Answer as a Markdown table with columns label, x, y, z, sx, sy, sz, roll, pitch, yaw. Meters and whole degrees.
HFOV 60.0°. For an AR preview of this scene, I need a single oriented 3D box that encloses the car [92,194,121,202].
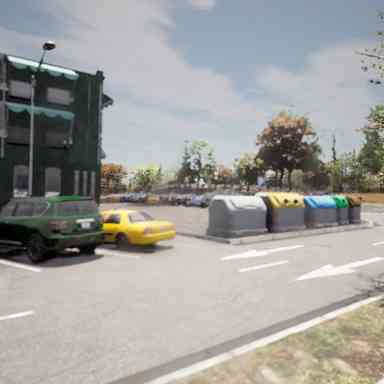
| label | x | y | z | sx | sy | sz | roll | pitch | yaw |
| --- | --- | --- | --- | --- | --- | --- | --- | --- | --- |
| car | -15.483 | 1.073 | 60.486 | 2.163 | 1.488 | 4.792 | 0 | -1 | 35 |

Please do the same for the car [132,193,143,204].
| label | x | y | z | sx | sy | sz | roll | pitch | yaw |
| --- | --- | --- | --- | --- | --- | --- | --- | --- | --- |
| car | -5.367 | 1.041 | 45.870 | 2.231 | 1.521 | 4.892 | 0 | -1 | 35 |

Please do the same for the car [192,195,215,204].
| label | x | y | z | sx | sy | sz | roll | pitch | yaw |
| --- | --- | --- | --- | --- | --- | --- | --- | --- | --- |
| car | 2.279 | 1.481 | 64.542 | 2.231 | 1.521 | 4.892 | 1 | -2 | 35 |

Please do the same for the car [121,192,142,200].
| label | x | y | z | sx | sy | sz | roll | pitch | yaw |
| --- | --- | --- | --- | --- | --- | --- | --- | --- | --- |
| car | -16.649 | 1.231 | 91.884 | 2.435 | 2.045 | 5.566 | 1 | -2 | 35 |

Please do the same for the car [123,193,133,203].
| label | x | y | z | sx | sy | sz | roll | pitch | yaw |
| --- | --- | --- | --- | --- | --- | --- | --- | --- | --- |
| car | -7.068 | 1.070 | 48.279 | 2.163 | 1.488 | 4.792 | 1 | 0 | 35 |

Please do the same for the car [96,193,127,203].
| label | x | y | z | sx | sy | sz | roll | pitch | yaw |
| --- | --- | --- | --- | --- | --- | --- | --- | --- | --- |
| car | -13.904 | 1.037 | 57.873 | 1.946 | 1.575 | 5.366 | 1 | 0 | 35 |

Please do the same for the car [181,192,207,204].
| label | x | y | z | sx | sy | sz | roll | pitch | yaw |
| --- | --- | --- | --- | --- | --- | --- | --- | --- | --- |
| car | 0.556 | 1.228 | 67.007 | 2.435 | 2.045 | 5.566 | 1 | -1 | 35 |

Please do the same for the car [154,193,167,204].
| label | x | y | z | sx | sy | sz | roll | pitch | yaw |
| --- | --- | --- | --- | --- | --- | --- | --- | --- | --- |
| car | -2.013 | 0.913 | 40.991 | 2.185 | 1.767 | 4.553 | 0 | -1 | 35 |

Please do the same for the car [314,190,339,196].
| label | x | y | z | sx | sy | sz | roll | pitch | yaw |
| --- | --- | --- | --- | --- | --- | --- | --- | --- | --- |
| car | 17.822 | 1.226 | 42.232 | 2.435 | 2.045 | 5.566 | 1 | -2 | 35 |

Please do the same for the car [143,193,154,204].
| label | x | y | z | sx | sy | sz | roll | pitch | yaw |
| --- | --- | --- | --- | --- | --- | --- | --- | --- | --- |
| car | -3.582 | 1.039 | 43.599 | 1.946 | 1.575 | 5.366 | 0 | -1 | 35 |

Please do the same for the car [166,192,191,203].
| label | x | y | z | sx | sy | sz | roll | pitch | yaw |
| --- | --- | --- | --- | --- | --- | --- | --- | --- | --- |
| car | -2.852 | 1.232 | 72.021 | 2.435 | 2.045 | 5.566 | 1 | -2 | 35 |

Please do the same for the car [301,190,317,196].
| label | x | y | z | sx | sy | sz | roll | pitch | yaw |
| --- | --- | --- | --- | --- | --- | --- | --- | --- | --- |
| car | 19.284 | 0.334 | 52.123 | 1.994 | 1.385 | 4.181 | 2 | 3 | -34 |

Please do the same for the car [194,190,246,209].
| label | x | y | z | sx | sy | sz | roll | pitch | yaw |
| --- | --- | --- | --- | --- | --- | --- | --- | --- | --- |
| car | 3.061 | 0.786 | 33.697 | 2.435 | 2.045 | 5.566 | 1 | 0 | 35 |

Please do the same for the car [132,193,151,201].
| label | x | y | z | sx | sy | sz | roll | pitch | yaw |
| --- | --- | --- | --- | --- | --- | --- | --- | --- | --- |
| car | -13.187 | 1.358 | 86.912 | 2.185 | 1.767 | 4.553 | 1 | -1 | 35 |

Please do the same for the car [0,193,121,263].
| label | x | y | z | sx | sy | sz | roll | pitch | yaw |
| --- | --- | --- | --- | --- | --- | --- | --- | --- | --- |
| car | -5.534 | 1.195 | 12.001 | 5.566 | 2.045 | 2.435 | -1 | 0 | 35 |

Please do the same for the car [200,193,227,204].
| label | x | y | z | sx | sy | sz | roll | pitch | yaw |
| --- | --- | --- | --- | --- | --- | --- | --- | --- | --- |
| car | 4.045 | 1.230 | 62.091 | 2.435 | 2.045 | 5.566 | 1 | -2 | 35 |

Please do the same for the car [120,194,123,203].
| label | x | y | z | sx | sy | sz | roll | pitch | yaw |
| --- | --- | --- | --- | --- | --- | --- | --- | --- | --- |
| car | -8.736 | 1.041 | 50.732 | 2.097 | 1.535 | 5.008 | 0 | -1 | 35 |

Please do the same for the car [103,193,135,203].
| label | x | y | z | sx | sy | sz | roll | pitch | yaw |
| --- | --- | --- | --- | --- | --- | --- | --- | --- | --- |
| car | -12.120 | 1.042 | 55.601 | 2.097 | 1.535 | 5.008 | 1 | 0 | 35 |

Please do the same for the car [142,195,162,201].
| label | x | y | z | sx | sy | sz | roll | pitch | yaw |
| --- | --- | --- | --- | --- | --- | --- | --- | --- | --- |
| car | -9.762 | 1.484 | 81.924 | 2.231 | 1.521 | 4.892 | 1 | -1 | 35 |

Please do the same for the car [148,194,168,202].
| label | x | y | z | sx | sy | sz | roll | pitch | yaw |
| --- | --- | --- | --- | --- | --- | --- | --- | --- | --- |
| car | -8.073 | 1.356 | 79.420 | 2.185 | 1.767 | 4.553 | 1 | -2 | 35 |

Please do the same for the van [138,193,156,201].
| label | x | y | z | sx | sy | sz | roll | pitch | yaw |
| --- | --- | --- | --- | --- | --- | --- | --- | --- | --- |
| van | -11.422 | 1.261 | 84.506 | 1.878 | 1.987 | 4.442 | 1 | -2 | 35 |

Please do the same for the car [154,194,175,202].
| label | x | y | z | sx | sy | sz | roll | pitch | yaw |
| --- | --- | --- | --- | --- | --- | --- | --- | --- | --- |
| car | -6.339 | 1.356 | 76.936 | 2.185 | 1.767 | 4.553 | 1 | -2 | 35 |

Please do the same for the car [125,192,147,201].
| label | x | y | z | sx | sy | sz | roll | pitch | yaw |
| --- | --- | --- | --- | --- | --- | --- | --- | --- | --- |
| car | -14.937 | 1.229 | 89.347 | 2.435 | 2.045 | 5.566 | 1 | -1 | 35 |

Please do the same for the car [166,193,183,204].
| label | x | y | z | sx | sy | sz | roll | pitch | yaw |
| --- | --- | --- | --- | --- | --- | --- | --- | --- | --- |
| car | -0.311 | 1.040 | 38.580 | 2.231 | 1.521 | 4.892 | 0 | -1 | 35 |

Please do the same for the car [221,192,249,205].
| label | x | y | z | sx | sy | sz | roll | pitch | yaw |
| --- | --- | --- | --- | --- | --- | --- | --- | --- | --- |
| car | 7.460 | 1.227 | 57.076 | 2.435 | 2.045 | 5.566 | 1 | -1 | 35 |

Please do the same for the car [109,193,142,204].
| label | x | y | z | sx | sy | sz | roll | pitch | yaw |
| --- | --- | --- | --- | --- | --- | --- | --- | --- | --- |
| car | -10.530 | 1.036 | 53.012 | 1.946 | 1.575 | 5.366 | 1 | 0 | 35 |

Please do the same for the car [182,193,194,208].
| label | x | y | z | sx | sy | sz | roll | pitch | yaw |
| --- | --- | --- | --- | --- | --- | --- | --- | --- | --- |
| car | 1.379 | 1.078 | 36.153 | 2.002 | 1.452 | 4.674 | 1 | 0 | 35 |

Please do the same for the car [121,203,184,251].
| label | x | y | z | sx | sy | sz | roll | pitch | yaw |
| --- | --- | --- | --- | --- | --- | --- | --- | --- | --- |
| car | -3.192 | 1.418 | 13.842 | 5.366 | 1.575 | 1.946 | -1 | 0 | 35 |

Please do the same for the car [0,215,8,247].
| label | x | y | z | sx | sy | sz | roll | pitch | yaw |
| --- | --- | --- | --- | --- | --- | --- | --- | --- | --- |
| car | -7.966 | 1.507 | 10.246 | 4.674 | 1.452 | 2.002 | -1 | -1 | 35 |
